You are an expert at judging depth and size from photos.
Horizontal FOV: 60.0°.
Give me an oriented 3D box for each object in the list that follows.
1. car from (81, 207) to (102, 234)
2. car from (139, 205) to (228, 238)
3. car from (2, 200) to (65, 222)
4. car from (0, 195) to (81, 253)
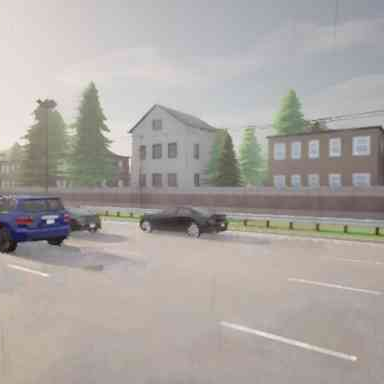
[{"bbox_3d":[-6.658,1.419,17.332,4.674,1.442,1.812,0,0,36],"label":"car"},{"bbox_3d":[-0.542,1.406,17.254,5.008,1.535,1.882,0,0,36],"label":"car"},{"bbox_3d":[-12.258,1.376,25.613,5.357,1.411,2.033,1,0,36],"label":"car"},{"bbox_3d":[-7.242,1.127,13.448,5.566,2.045,2.150,0,0,36],"label":"car"}]
